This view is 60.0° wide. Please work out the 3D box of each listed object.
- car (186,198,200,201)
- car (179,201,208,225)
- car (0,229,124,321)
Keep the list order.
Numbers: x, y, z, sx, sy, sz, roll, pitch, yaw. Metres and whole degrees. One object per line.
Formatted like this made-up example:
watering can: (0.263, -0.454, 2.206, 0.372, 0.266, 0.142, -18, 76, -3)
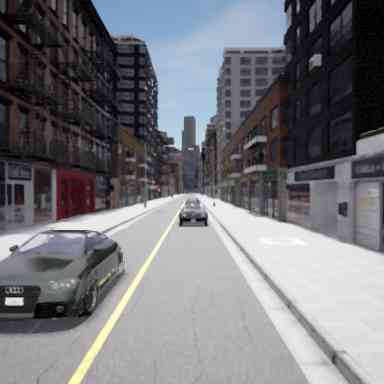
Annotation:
car: (0.093, 1.406, 42.999, 1.994, 1.385, 4.181, 0, 0, 0)
car: (0.098, 1.510, 23.239, 1.895, 1.301, 4.718, 0, 0, 0)
car: (-2.798, 1.534, 7.238, 1.994, 1.385, 4.181, 0, 0, 0)
